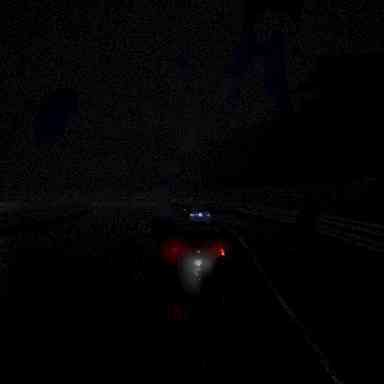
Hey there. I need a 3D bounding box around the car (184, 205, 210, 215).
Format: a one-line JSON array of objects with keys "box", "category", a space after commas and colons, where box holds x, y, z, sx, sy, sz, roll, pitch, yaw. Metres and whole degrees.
[{"box": [0.408, 1.765, 26.940, 2.033, 1.411, 5.357, 0, 0, -4], "category": "car"}]

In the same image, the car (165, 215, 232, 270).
[{"box": [0.322, 1.694, 11.404, 1.895, 1.301, 4.718, 0, 0, 3], "category": "car"}]
